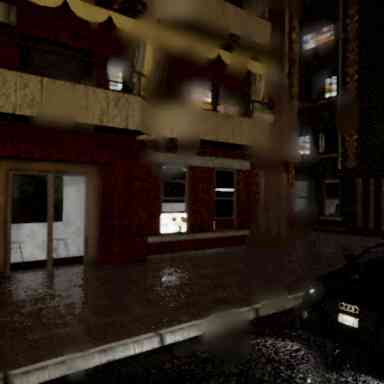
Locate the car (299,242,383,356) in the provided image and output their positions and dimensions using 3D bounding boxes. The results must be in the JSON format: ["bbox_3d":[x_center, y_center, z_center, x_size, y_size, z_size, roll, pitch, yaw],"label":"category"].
[{"bbox_3d":[3.787,1.610,5.762,4.181,1.385,1.994,1,0,-35],"label":"car"}]
